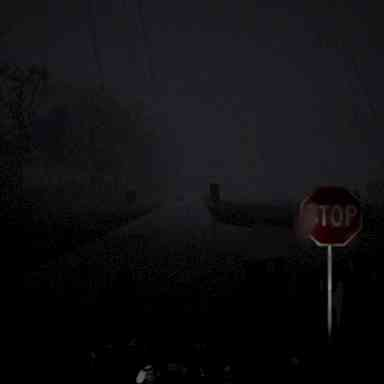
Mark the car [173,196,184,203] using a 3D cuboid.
[{"bbox_3d":[-2.589,1.437,65.684,1.994,1.385,4.181,0,0,0],"label":"car"}]
